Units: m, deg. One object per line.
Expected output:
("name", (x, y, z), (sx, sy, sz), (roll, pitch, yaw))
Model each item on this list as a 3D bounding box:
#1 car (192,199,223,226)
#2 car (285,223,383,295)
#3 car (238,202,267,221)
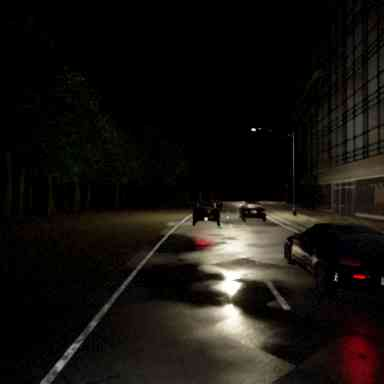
("car", (1.065, 1.476, 23.495), (1.837, 1.490, 4.892), (0, 0, 4))
("car", (3.776, 1.516, 8.583), (1.812, 1.442, 4.674), (0, 0, 1))
("car", (4.805, 1.520, 26.751), (2.033, 1.411, 5.357), (0, 0, 5))
